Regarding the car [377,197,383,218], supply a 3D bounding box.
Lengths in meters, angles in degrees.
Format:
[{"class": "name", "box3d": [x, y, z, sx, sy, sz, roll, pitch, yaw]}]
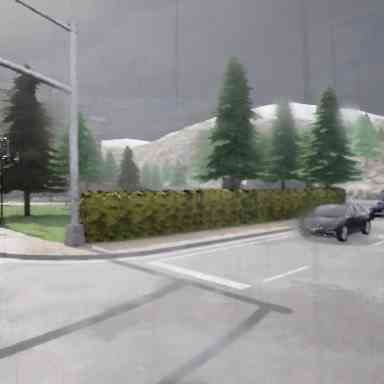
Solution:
[{"class": "car", "box3d": [13.551, 1.253, 22.976, 1.895, 1.301, 4.718, 0, 1, 37]}]

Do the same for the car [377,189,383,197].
[{"class": "car", "box3d": [19.053, 0.741, 31.791, 2.150, 2.045, 5.566, 0, 1, 27]}]

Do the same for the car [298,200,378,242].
[{"class": "car", "box3d": [6.660, 1.277, 15.317, 4.892, 1.490, 1.837, -1, 1, -45]}]
